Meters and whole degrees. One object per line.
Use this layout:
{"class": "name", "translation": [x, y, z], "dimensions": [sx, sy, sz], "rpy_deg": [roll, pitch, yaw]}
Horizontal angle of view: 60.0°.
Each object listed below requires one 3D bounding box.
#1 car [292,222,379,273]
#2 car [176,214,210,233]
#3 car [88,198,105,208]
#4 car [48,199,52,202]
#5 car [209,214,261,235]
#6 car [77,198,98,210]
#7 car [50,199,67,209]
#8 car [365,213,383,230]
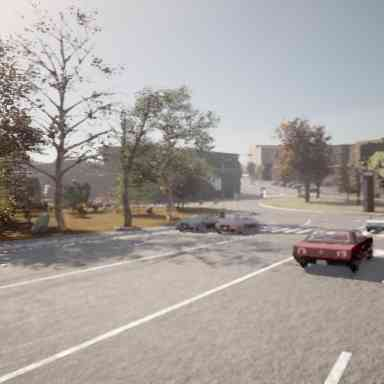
{"class": "car", "translation": [5.364, 1.965, 12.203], "dimensions": [1.895, 1.301, 4.718], "rpy_deg": [-2, -2, 36]}
{"class": "car", "translation": [0.619, 2.416, 26.365], "dimensions": [1.994, 1.385, 4.181], "rpy_deg": [-2, -2, 36]}
{"class": "car", "translation": [-17.469, 2.147, 63.797], "dimensions": [2.435, 2.045, 5.566], "rpy_deg": [-2, 0, -3]}
{"class": "car", "translation": [-28.811, 2.512, 67.444], "dimensions": [2.435, 2.045, 5.566], "rpy_deg": [-2, 0, -2]}
{"class": "car", "translation": [3.411, 2.321, 24.254], "dimensions": [1.994, 1.385, 4.181], "rpy_deg": [-2, -2, 36]}
{"class": "car", "translation": [-20.319, 2.244, 64.735], "dimensions": [2.435, 2.045, 5.566], "rpy_deg": [-2, 0, -3]}
{"class": "car", "translation": [-25.949, 2.680, 66.314], "dimensions": [1.946, 1.575, 5.366], "rpy_deg": [-2, 0, -2]}
{"class": "car", "translation": [14.066, 2.215, 24.242], "dimensions": [1.895, 1.301, 4.718], "rpy_deg": [-2, -2, 38]}
